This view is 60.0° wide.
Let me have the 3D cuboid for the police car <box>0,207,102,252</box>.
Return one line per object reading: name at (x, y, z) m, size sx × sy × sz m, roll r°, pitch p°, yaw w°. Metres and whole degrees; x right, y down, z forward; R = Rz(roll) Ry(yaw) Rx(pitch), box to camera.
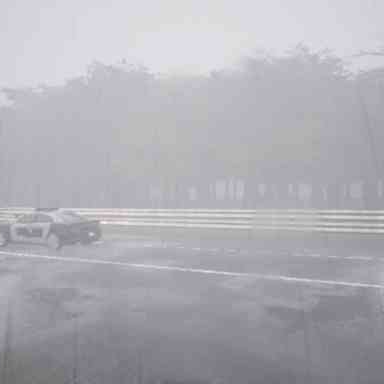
police car at (-6.219, 1.469, 14.024) m, size 5.238 × 1.638 × 1.930 m, roll -1°, pitch -1°, yaw 26°
